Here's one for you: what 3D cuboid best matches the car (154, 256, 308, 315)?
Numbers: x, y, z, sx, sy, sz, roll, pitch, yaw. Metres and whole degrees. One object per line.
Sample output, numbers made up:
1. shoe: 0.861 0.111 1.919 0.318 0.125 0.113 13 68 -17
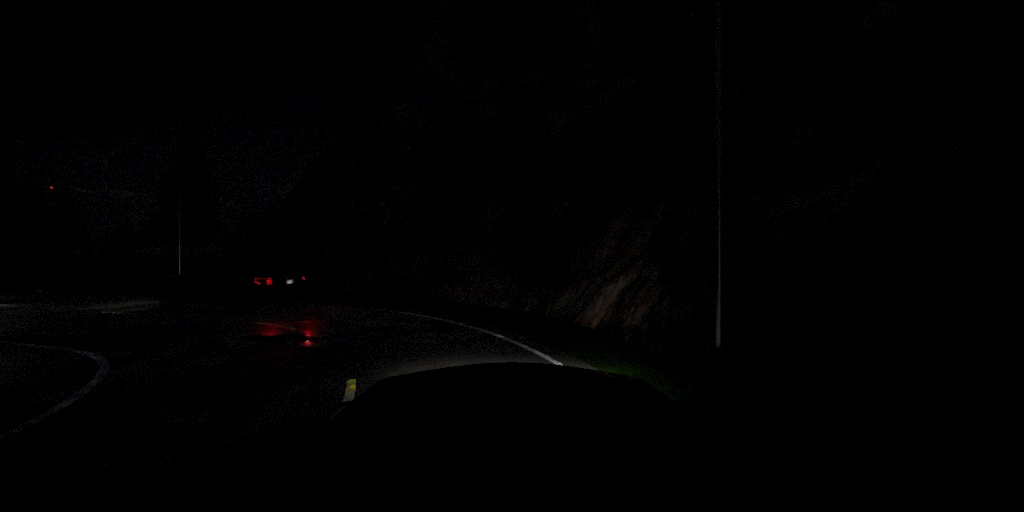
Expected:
1. car: -10.418 1.006 13.380 5.566 2.045 2.150 0 0 16
